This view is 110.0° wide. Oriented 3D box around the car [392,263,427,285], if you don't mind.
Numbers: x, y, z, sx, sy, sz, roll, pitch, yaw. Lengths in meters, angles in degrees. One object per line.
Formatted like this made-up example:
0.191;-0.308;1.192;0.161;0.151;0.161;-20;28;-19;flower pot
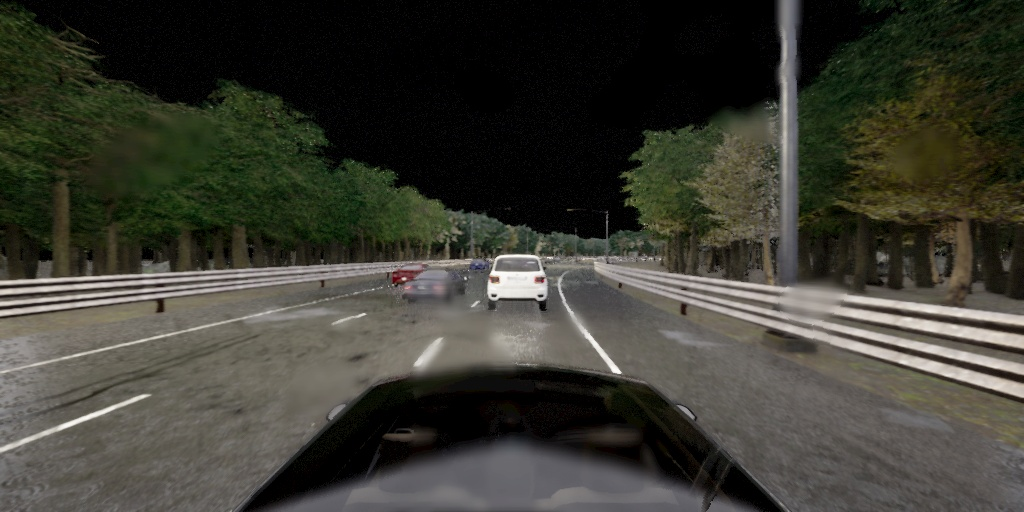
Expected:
-6.271;1.225;23.843;1.882;1.535;5.008;0;0;3;car

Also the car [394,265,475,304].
-3.245;1.296;16.236;2.033;1.411;5.357;0;0;3;car

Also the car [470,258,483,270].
-4.246;1.086;48.309;2.097;1.767;4.553;1;0;6;car

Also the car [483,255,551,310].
0.276;0.974;14.938;2.150;2.045;5.566;0;0;2;car
